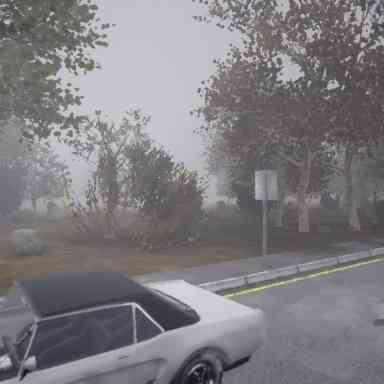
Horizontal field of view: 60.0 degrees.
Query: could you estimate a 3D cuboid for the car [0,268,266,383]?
[{"bbox_3d":[-1.536,1.601,3.331,4.718,1.301,1.895,0,0,-35],"label":"car"}]
